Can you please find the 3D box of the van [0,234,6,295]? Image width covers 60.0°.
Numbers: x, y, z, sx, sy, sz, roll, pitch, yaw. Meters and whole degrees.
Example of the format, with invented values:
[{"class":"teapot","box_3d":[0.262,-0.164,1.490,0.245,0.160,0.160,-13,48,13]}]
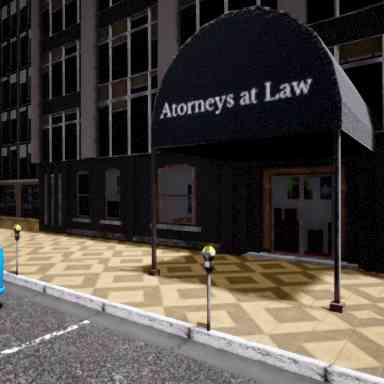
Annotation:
[{"class":"van","box_3d":[-5.467,1.341,6.796,3.998,1.788,1.690,0,0,36]}]
